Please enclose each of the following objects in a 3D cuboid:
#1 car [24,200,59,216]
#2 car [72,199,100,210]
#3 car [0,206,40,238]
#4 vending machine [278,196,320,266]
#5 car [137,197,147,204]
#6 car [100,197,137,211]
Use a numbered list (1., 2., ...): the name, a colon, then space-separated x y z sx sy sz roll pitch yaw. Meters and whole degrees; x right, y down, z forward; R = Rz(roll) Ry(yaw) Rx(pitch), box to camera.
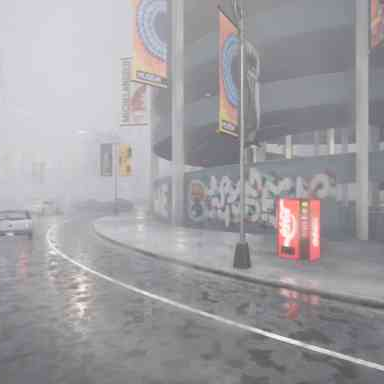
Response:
1. car: -14.753 1.526 32.542 1.812 1.442 4.674 0 0 3
2. car: -12.878 1.547 42.362 2.033 1.411 5.357 0 0 20
3. car: -9.098 1.601 17.097 1.895 1.301 4.718 0 0 -23
4. vending machine: 3.482 1.195 10.820 0.880 2.100 1.100 0 0 45
5. car: -10.539 1.601 61.813 1.895 1.301 4.718 0 0 31
6. car: -9.162 1.526 41.804 1.812 1.442 4.674 0 0 19
